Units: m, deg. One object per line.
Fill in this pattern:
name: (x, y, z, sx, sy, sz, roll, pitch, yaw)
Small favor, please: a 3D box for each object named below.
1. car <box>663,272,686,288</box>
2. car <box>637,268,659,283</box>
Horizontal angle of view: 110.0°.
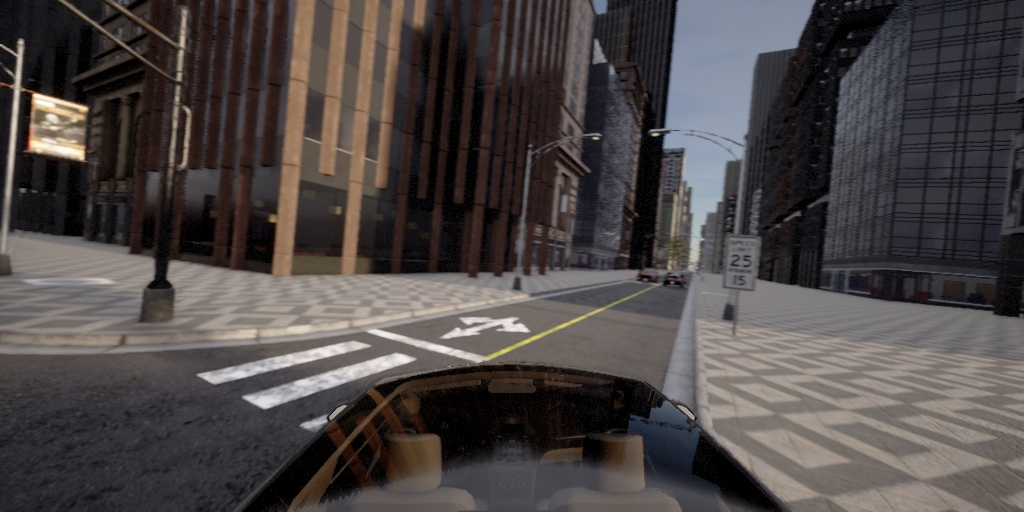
car: (17.003, 2.473, 37.593, 1.837, 1.490, 4.892, 6, 1, 28)
car: (16.389, 2.205, 43.070, 2.097, 1.767, 4.553, 6, 1, 27)
